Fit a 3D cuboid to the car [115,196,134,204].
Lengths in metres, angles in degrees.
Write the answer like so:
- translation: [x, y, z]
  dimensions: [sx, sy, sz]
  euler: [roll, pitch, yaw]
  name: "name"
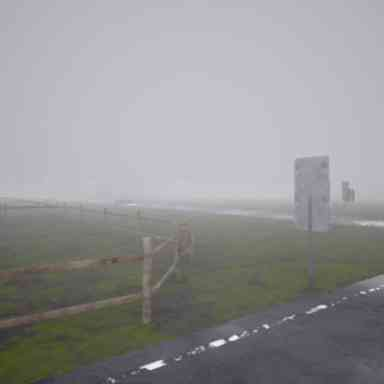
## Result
- translation: [-11.258, 1.311, 55.286]
  dimensions: [1.994, 1.385, 4.181]
  euler: [0, 0, -35]
  name: "car"
